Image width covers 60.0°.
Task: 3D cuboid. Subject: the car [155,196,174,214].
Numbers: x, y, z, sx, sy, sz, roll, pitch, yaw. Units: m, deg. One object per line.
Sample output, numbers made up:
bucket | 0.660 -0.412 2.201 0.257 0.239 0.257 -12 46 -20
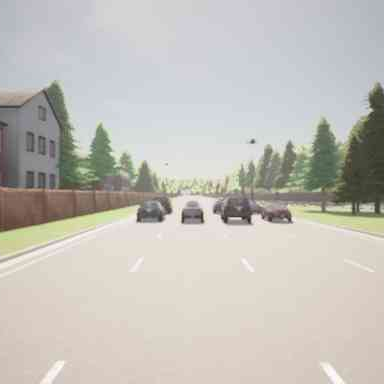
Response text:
car | -3.466 1.481 39.660 2.150 2.045 5.566 0 0 0

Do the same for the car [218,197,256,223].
car | 3.556 1.399 27.420 2.150 2.045 5.566 0 0 1

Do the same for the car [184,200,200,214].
car | 0.057 1.768 40.251 1.837 1.490 4.892 0 0 1

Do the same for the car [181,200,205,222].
car | 0.066 1.674 27.989 2.128 1.511 4.902 0 0 1

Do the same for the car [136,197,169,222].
car | -3.427 1.538 28.648 2.097 1.767 4.553 0 0 0

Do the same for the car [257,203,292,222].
car | 7.067 1.707 28.106 1.812 1.442 4.674 0 0 1

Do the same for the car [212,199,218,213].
car | 3.554 1.610 39.969 2.097 1.767 4.553 0 0 1
